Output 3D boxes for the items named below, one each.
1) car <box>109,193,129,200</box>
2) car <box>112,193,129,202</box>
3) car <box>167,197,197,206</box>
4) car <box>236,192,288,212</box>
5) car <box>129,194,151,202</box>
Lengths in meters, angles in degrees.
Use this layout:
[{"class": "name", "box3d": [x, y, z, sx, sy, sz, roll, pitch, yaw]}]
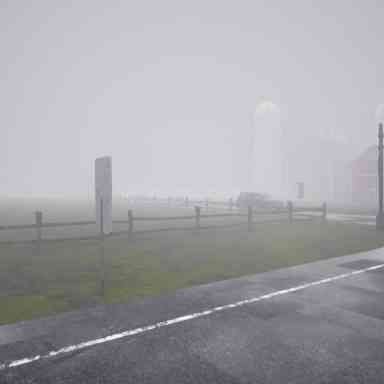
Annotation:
[{"class": "car", "box3d": [-14.938, 0.924, 67.997, 2.033, 1.411, 5.357, -1, 1, -36]}, {"class": "car", "box3d": [-12.916, 0.962, 60.287, 1.882, 1.535, 5.008, -1, 1, -36]}, {"class": "car", "box3d": [-1.383, 1.267, 44.117, 1.895, 1.301, 4.718, -1, 1, -36]}, {"class": "car", "box3d": [6.764, 1.016, 32.852, 2.150, 2.045, 5.566, 0, 1, -34]}, {"class": "car", "box3d": [-9.090, 1.041, 59.844, 1.994, 1.385, 4.181, -1, 1, -35]}]
